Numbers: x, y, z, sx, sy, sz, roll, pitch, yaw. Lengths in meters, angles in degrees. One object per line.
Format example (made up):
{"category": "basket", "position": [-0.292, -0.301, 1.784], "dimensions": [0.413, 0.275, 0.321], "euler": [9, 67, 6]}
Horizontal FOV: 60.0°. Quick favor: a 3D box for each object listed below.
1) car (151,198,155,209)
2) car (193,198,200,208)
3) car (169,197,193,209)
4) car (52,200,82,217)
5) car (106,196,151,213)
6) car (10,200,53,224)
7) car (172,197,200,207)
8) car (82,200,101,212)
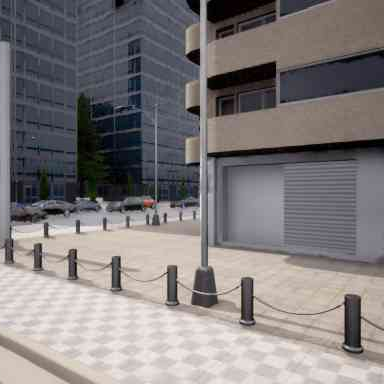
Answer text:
{"category": "car", "position": [-6.767, 1.297, 42.140], "dimensions": [2.097, 1.767, 4.553], "euler": [0, 0, 36]}
{"category": "car", "position": [2.718, 1.436, 42.990], "dimensions": [2.128, 1.511, 4.902], "euler": [0, 0, 36]}
{"category": "car", "position": [-0.962, 1.449, 44.194], "dimensions": [1.837, 1.490, 4.892], "euler": [0, 0, 36]}
{"category": "car", "position": [-12.376, 1.436, 28.394], "dimensions": [2.128, 1.511, 4.902], "euler": [0, 0, 36]}
{"category": "car", "position": [-7.034, 1.297, 35.796], "dimensions": [2.097, 1.767, 4.553], "euler": [0, 0, 36]}
{"category": "car", "position": [-12.410, 1.492, 22.020], "dimensions": [2.033, 1.411, 5.357], "euler": [0, 0, 36]}
{"category": "car", "position": [-0.802, 1.470, 50.370], "dimensions": [1.812, 1.442, 4.674], "euler": [0, 0, 36]}
{"category": "car", "position": [-11.709, 1.508, 35.291], "dimensions": [1.994, 1.385, 4.181], "euler": [0, 0, 36]}
